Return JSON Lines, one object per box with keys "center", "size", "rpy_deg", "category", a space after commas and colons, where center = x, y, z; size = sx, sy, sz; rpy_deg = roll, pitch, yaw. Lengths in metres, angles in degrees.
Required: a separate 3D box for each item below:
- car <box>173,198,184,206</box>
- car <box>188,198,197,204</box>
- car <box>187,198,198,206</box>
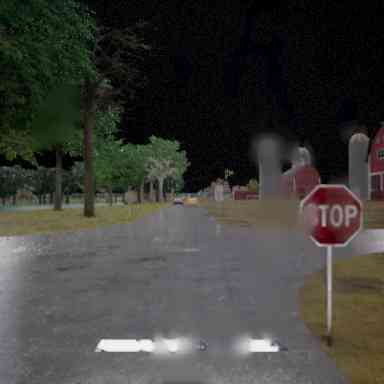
{"center": [-2.653, 1.893, 65.546], "size": [1.882, 1.535, 5.008], "rpy_deg": [0, -1, 0], "category": "car"}
{"center": [0.106, 1.935, 71.405], "size": [1.895, 1.301, 4.718], "rpy_deg": [0, -1, 0], "category": "car"}
{"center": [0.090, 1.826, 60.955], "size": [1.882, 1.535, 5.008], "rpy_deg": [0, -1, 0], "category": "car"}
